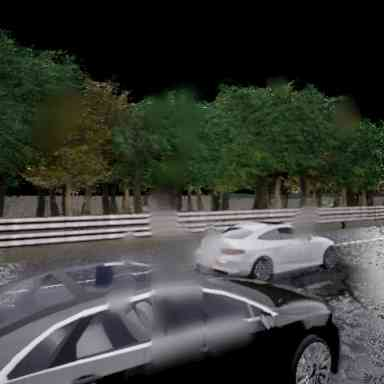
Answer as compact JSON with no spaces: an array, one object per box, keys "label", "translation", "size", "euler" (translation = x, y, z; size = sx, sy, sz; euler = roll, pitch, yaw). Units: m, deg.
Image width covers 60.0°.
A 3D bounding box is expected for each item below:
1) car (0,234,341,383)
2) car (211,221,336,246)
[{"label":"car","translation":[-0.425,1.498,3.413],"size":[4.902,1.511,2.128],"euler":[0,0,-35]},{"label":"car","translation":[2.280,1.568,9.584],"size":[4.674,1.442,1.812],"euler":[0,0,-35]}]
